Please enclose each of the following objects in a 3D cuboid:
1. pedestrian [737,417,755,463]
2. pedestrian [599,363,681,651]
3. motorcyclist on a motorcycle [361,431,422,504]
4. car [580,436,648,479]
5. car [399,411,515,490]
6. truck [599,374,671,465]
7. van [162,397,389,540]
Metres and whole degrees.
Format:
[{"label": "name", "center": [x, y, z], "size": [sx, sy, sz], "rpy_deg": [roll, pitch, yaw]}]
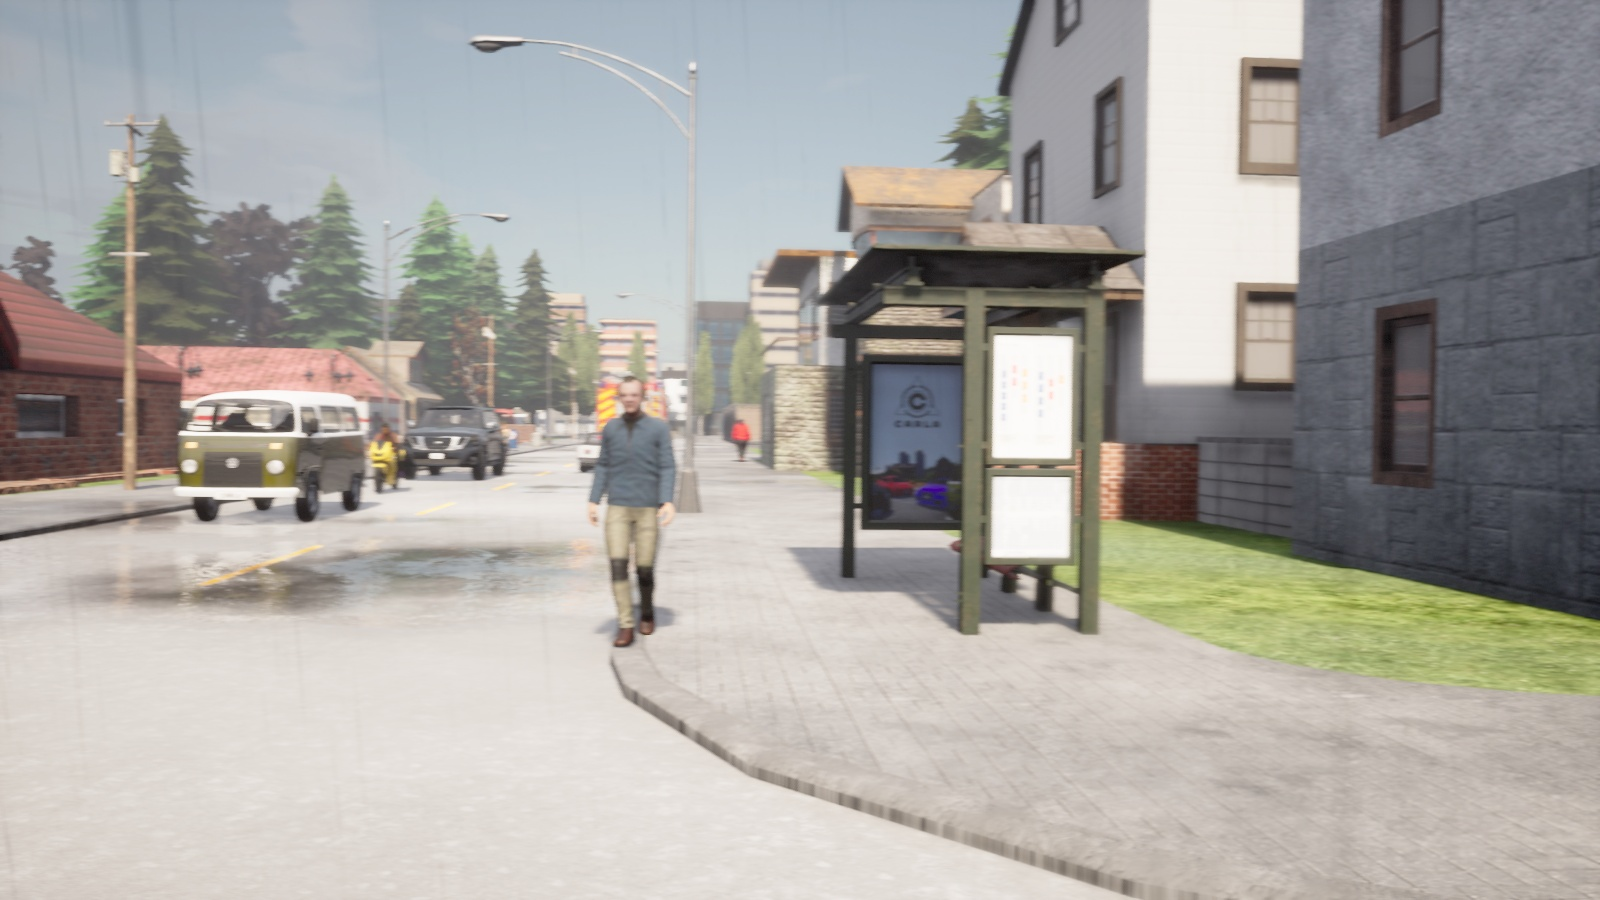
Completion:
[{"label": "pedestrian", "center": [-2.171, -0.399, 50.388], "size": [0.634, 1.844, 0.899], "rpy_deg": [-1, 1, -4]}, {"label": "pedestrian", "center": [-1.057, 0.363, 8.399], "size": [0.402, 1.842, 0.726], "rpy_deg": [-1, 1, 3]}, {"label": "motorcyclist on a motorcycle", "center": [-8.905, 0.362, 27.462], "size": [0.797, 1.523, 2.044], "rpy_deg": [-1, 1, -5]}, {"label": "car", "center": [-6.054, 0.198, 41.297], "size": [1.895, 1.301, 4.718], "rpy_deg": [-1, 1, -5]}, {"label": "car", "center": [-9.587, -0.043, 35.554], "size": [2.150, 2.045, 5.566], "rpy_deg": [-1, 1, -5]}, {"label": "truck", "center": [-7.420, -1.350, 57.401], "size": [2.891, 3.827, 8.468], "rpy_deg": [-1, 1, -5]}, {"label": "van", "center": [-8.301, 0.228, 20.374], "size": [2.069, 2.038, 4.480], "rpy_deg": [-1, 1, -4]}]
